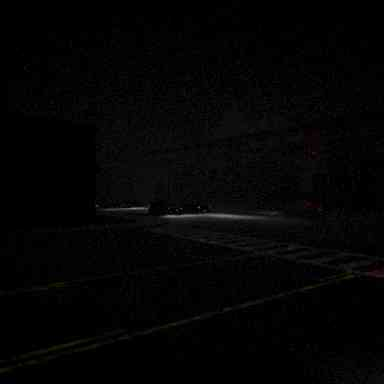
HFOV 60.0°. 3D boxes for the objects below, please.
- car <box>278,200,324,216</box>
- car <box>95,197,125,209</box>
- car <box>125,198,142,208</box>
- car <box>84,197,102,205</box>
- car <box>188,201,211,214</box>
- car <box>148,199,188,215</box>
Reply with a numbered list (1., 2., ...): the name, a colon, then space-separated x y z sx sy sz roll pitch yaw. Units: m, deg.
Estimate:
1. car: 10.881 1.545 33.683 1.882 1.535 5.008 1 0 -30
2. car: -11.884 1.521 47.799 1.882 1.535 5.008 0 0 -35
3. car: -9.117 1.616 49.950 1.994 1.385 4.181 0 0 -35
4. car: -19.141 1.664 64.088 1.994 1.385 4.181 0 0 -39
5. car: 0.071 1.652 37.040 1.895 1.301 4.718 0 0 -35
6. car: -2.885 1.545 35.157 1.837 1.490 4.892 0 1 -36
